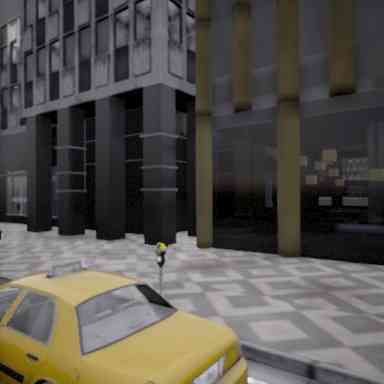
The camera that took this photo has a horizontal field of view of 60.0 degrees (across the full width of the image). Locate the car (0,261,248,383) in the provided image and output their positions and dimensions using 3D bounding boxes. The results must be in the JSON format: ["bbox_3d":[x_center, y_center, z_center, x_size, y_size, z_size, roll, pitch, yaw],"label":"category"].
[{"bbox_3d":[-1.730,1.562,4.192,4.829,1.417,1.752,-1,0,35],"label":"car"}]
